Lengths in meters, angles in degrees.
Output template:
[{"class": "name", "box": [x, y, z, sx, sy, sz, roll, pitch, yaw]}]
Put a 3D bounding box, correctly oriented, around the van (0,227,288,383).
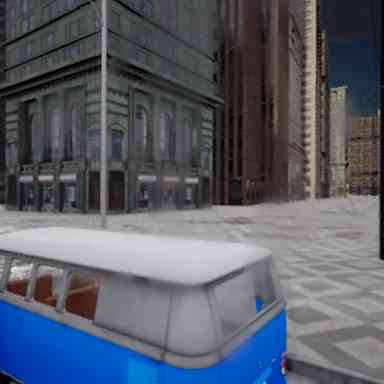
[{"class": "van", "box": [-0.987, 1.364, 3.702, 3.998, 1.788, 1.690, -1, 0, 36]}]
